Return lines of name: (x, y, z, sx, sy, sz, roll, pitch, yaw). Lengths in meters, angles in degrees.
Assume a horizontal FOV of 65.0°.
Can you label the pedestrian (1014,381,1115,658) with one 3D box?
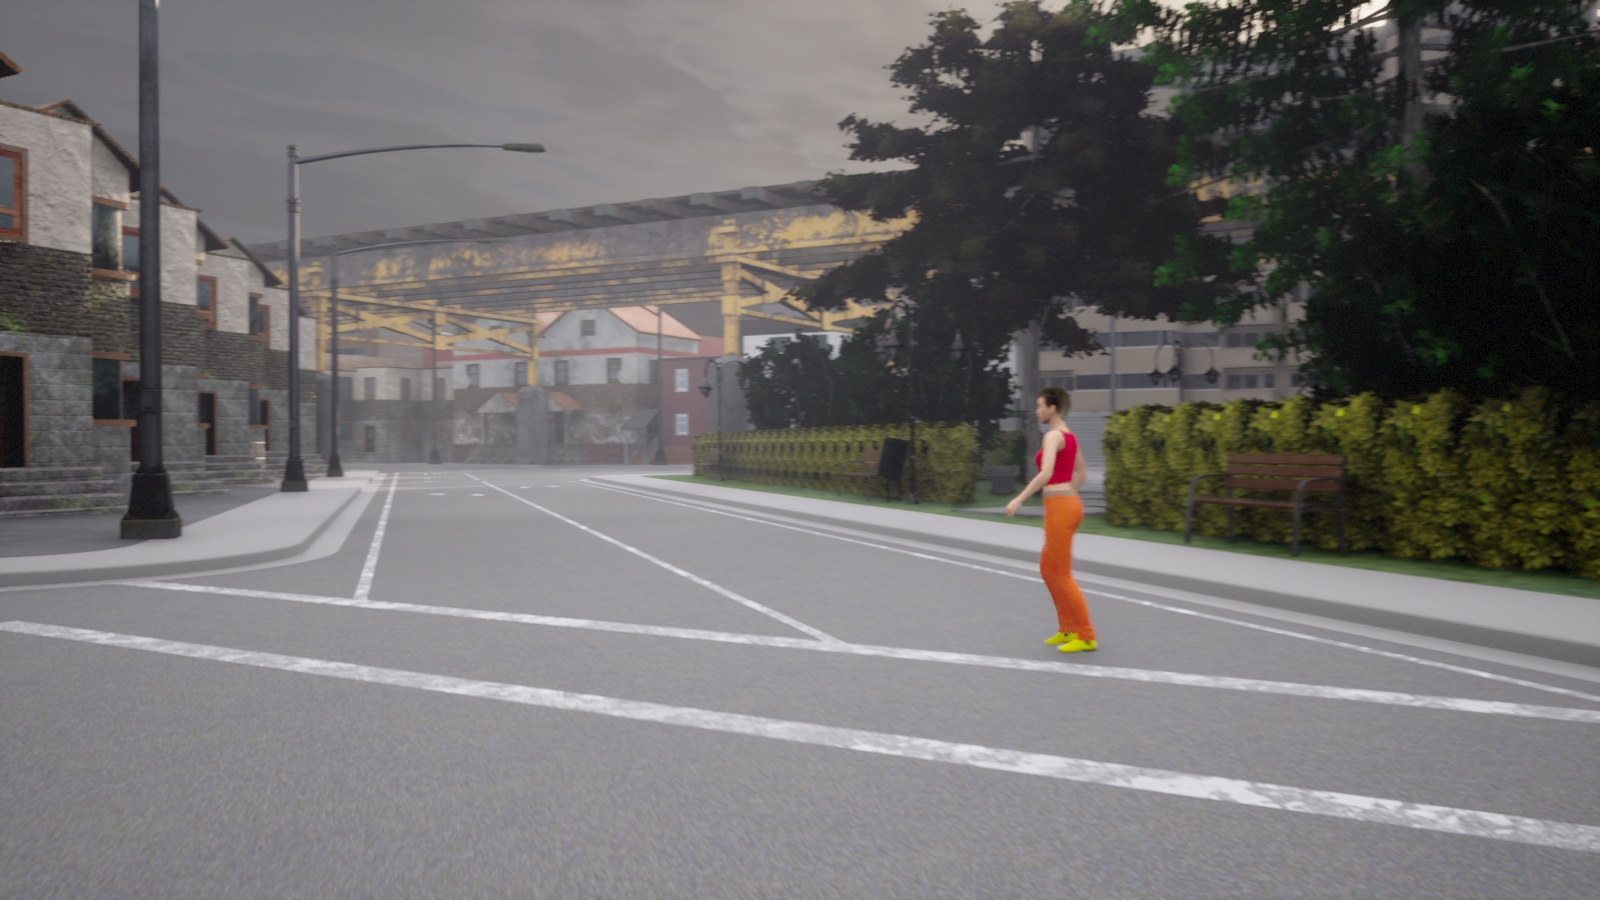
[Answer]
pedestrian: (1.817, 0.459, 8.620, 0.594, 1.836, 0.345, 0, 0, 31)
